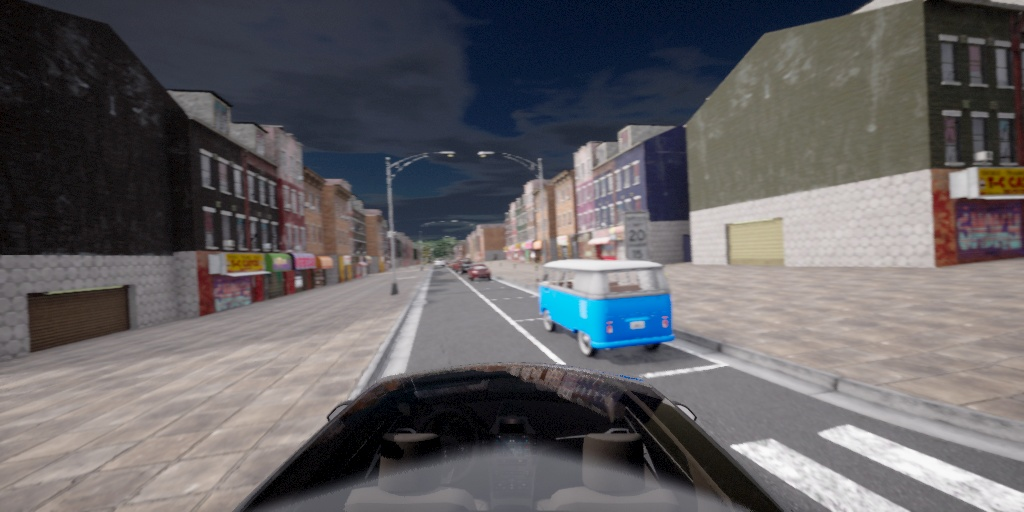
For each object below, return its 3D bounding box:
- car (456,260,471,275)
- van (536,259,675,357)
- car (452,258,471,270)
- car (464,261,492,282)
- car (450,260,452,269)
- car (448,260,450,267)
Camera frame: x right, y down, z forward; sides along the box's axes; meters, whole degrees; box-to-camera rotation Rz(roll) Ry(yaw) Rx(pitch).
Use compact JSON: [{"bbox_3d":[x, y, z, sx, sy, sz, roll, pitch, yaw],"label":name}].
[{"bbox_3d":[-4.920,1.383,40.170,1.948,1.339,4.313,0,0,-12],"label":"car"},{"bbox_3d":[1.844,0.976,8.075,1.690,1.789,3.998,0,0,-12],"label":"van"},{"bbox_3d":[-6.047,1.171,45.518,2.192,1.841,5.009,0,0,-12],"label":"car"},{"bbox_3d":[-2.666,1.329,29.472,1.802,1.307,4.207,0,0,-12],"label":"car"},{"bbox_3d":[-8.300,1.488,56.217,1.888,1.381,4.507,0,0,-12],"label":"car"},{"bbox_3d":[-9.427,1.556,61.566,1.948,1.339,4.313,0,0,-12],"label":"car"}]
